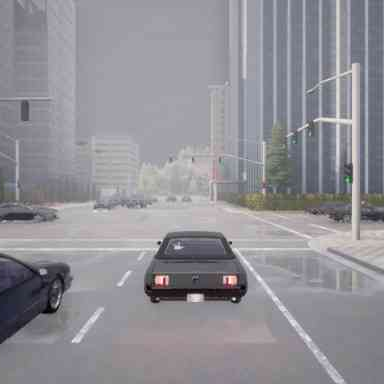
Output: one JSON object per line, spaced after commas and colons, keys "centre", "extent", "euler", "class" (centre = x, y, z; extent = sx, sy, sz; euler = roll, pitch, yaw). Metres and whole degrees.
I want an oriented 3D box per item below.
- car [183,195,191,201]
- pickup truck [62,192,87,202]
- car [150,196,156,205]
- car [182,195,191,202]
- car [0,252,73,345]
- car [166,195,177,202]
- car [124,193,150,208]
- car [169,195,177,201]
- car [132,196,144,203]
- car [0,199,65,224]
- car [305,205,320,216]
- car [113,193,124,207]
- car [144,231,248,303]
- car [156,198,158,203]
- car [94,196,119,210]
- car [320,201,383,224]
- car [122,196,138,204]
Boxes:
{"centre": [-1.367, 1.540, 84.774], "extent": [2.033, 1.411, 5.357], "euler": [0, 0, -1], "class": "car"}
{"centre": [-24.753, 1.059, 69.215], "extent": [2.390, 2.098, 6.274], "euler": [0, 0, 30], "class": "pickup truck"}
{"centre": [-8.039, 1.352, 57.918], "extent": [2.097, 1.767, 4.553], "euler": [0, 0, -1], "class": "car"}
{"centre": [-1.212, 1.553, 74.999], "extent": [1.994, 1.385, 4.181], "euler": [0, 0, -1], "class": "car"}
{"centre": [-3.435, 1.547, 4.558], "extent": [2.033, 1.411, 5.357], "euler": [0, 0, 0], "class": "car"}
{"centre": [-4.702, 1.500, 74.538], "extent": [1.837, 1.490, 4.892], "euler": [0, 0, -1], "class": "car"}
{"centre": [-7.911, 1.221, 48.169], "extent": [2.150, 2.045, 5.566], "euler": [0, 0, -1], "class": "car"}
{"centre": [-4.867, 1.524, 84.706], "extent": [1.812, 1.442, 4.674], "euler": [0, 0, -1], "class": "car"}
{"centre": [-11.682, 1.546, 72.583], "extent": [1.994, 1.385, 4.181], "euler": [0, 0, -1], "class": "car"}
{"centre": [-12.180, 1.491, 24.095], "extent": [4.902, 1.511, 2.128], "euler": [0, 0, -1], "class": "car"}
{"centre": [13.590, 1.547, 31.559], "extent": [5.357, 1.411, 2.033], "euler": [0, 0, -3], "class": "car"}
{"centre": [-11.467, 1.221, 52.655], "extent": [2.150, 2.045, 5.566], "euler": [0, 0, -1], "class": "car"}
{"centre": [0.069, 1.601, 8.153], "extent": [1.895, 1.301, 4.718], "euler": [0, 0, 0], "class": "car"}
{"centre": [-8.113, 1.564, 67.965], "extent": [1.994, 1.385, 4.181], "euler": [0, 0, 0], "class": "car"}
{"centre": [-11.332, 1.564, 43.322], "extent": [1.994, 1.385, 4.181], "euler": [0, 0, -1], "class": "car"}
{"centre": [12.329, 1.505, 24.312], "extent": [4.892, 1.490, 1.837], "euler": [0, 0, -1], "class": "car"}
{"centre": [-11.585, 1.491, 62.603], "extent": [2.128, 1.511, 4.902], "euler": [0, 0, -1], "class": "car"}
